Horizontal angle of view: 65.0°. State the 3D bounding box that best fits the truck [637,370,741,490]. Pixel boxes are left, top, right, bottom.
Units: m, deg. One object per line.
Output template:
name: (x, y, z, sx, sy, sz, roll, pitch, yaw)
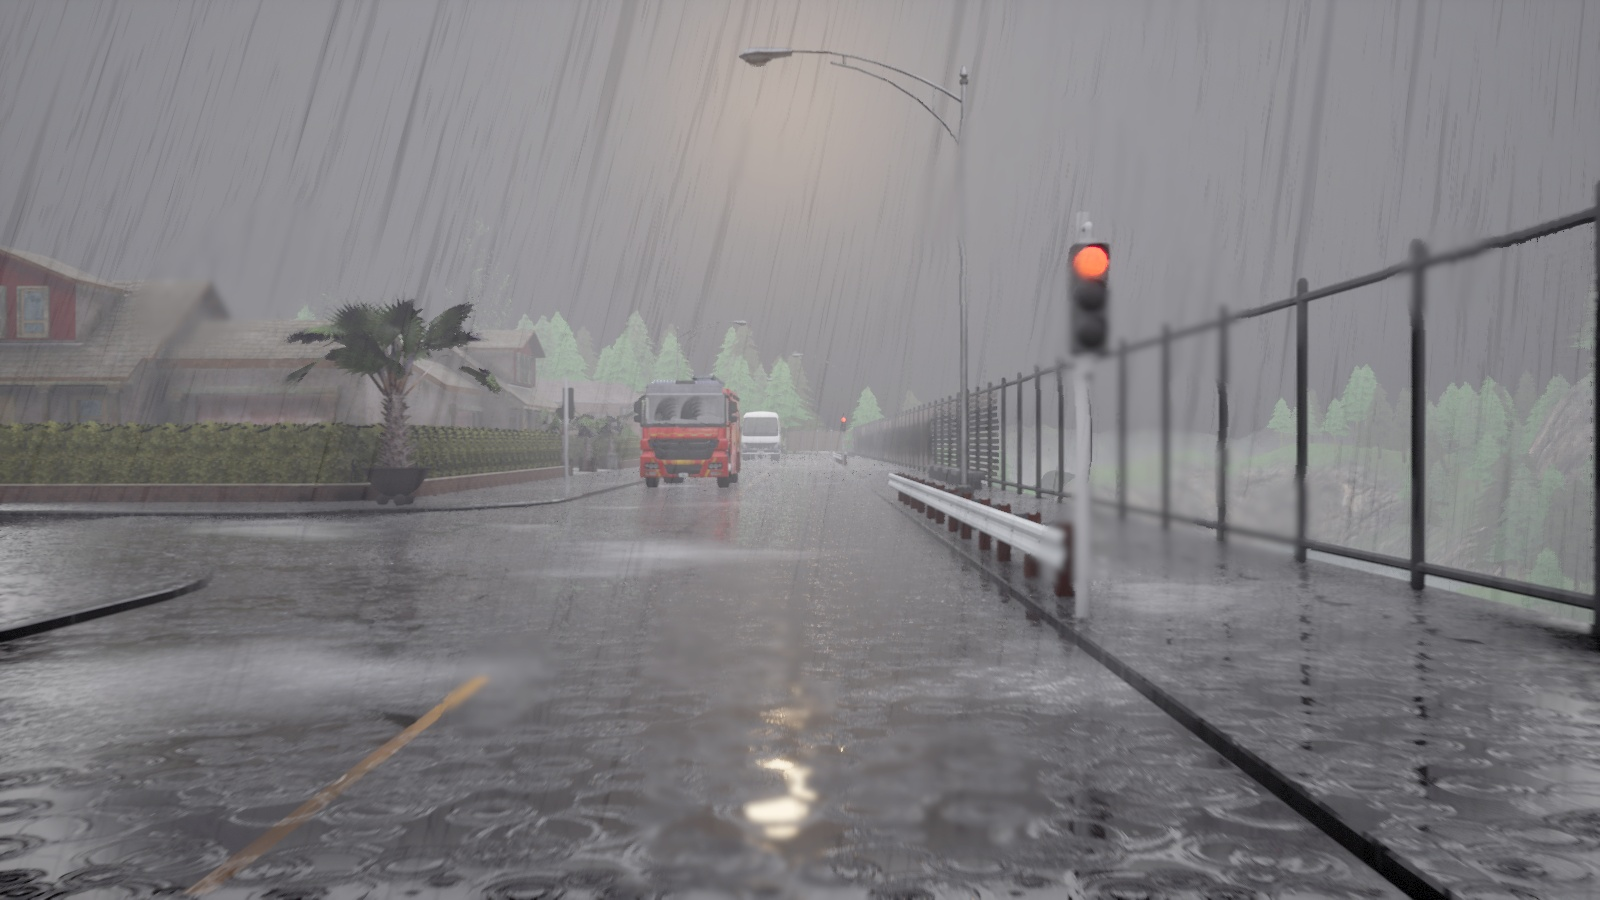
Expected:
truck: (-3.732, -0.671, 44.261, 2.891, 3.827, 8.468, 0, 0, 0)
